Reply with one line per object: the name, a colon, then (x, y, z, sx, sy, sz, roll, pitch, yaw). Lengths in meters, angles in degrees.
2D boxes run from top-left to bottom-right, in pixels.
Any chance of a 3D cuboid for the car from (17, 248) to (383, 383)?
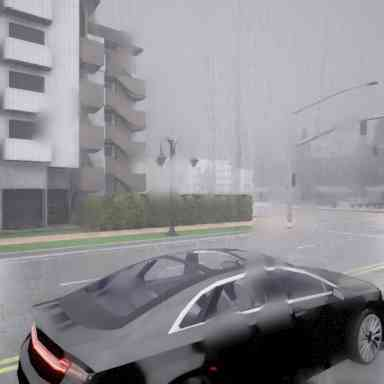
car: (0.582, 1.492, 4.174, 4.902, 1.511, 2.128, 0, 0, -36)
